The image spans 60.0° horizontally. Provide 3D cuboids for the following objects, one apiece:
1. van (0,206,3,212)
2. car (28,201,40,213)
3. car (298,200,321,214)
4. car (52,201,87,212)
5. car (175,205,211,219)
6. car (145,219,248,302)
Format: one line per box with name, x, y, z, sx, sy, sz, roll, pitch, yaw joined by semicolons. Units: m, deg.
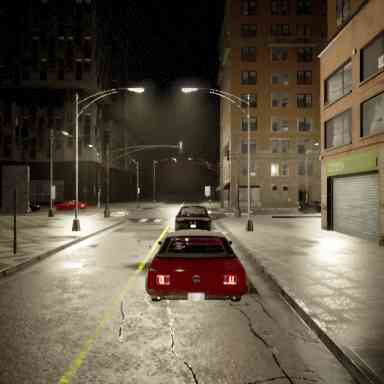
van;-20.194;1.426;30.716;3.998;1.788;1.690;0;0;0
car;-20.213;1.726;39.240;4.313;1.339;1.947;0;0;0
car;12.032;1.414;30.761;4.313;1.339;1.947;0;0;0
car;-14.564;1.702;39.248;4.206;1.307;1.802;0;0;0
car;0.053;1.474;18.362;1.882;1.535;5.008;0;0;0
car;0.079;1.601;8.213;1.895;1.301;4.718;0;0;0
